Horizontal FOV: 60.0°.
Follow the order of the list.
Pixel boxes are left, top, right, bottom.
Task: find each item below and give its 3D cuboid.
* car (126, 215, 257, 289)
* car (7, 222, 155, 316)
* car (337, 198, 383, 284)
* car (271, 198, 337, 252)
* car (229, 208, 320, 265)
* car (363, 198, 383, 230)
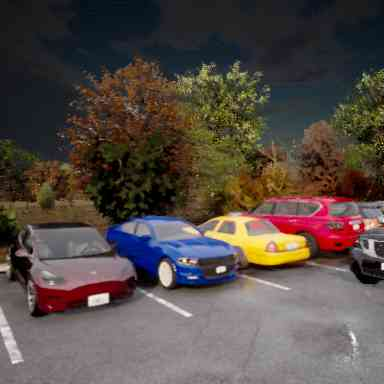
[{"bbox_3d":[-0.796,1.469,9.498,2.097,1.535,5.008,0,0,-36],"label":"car"},{"bbox_3d":[-3.044,1.505,7.851,2.163,1.488,4.792,0,0,-35],"label":"car"},{"bbox_3d":[6.289,1.201,8.369,5.566,2.045,2.150,0,0,-35],"label":"car"},{"bbox_3d":[6.026,1.322,14.319,2.185,1.767,4.553,0,0,-35],"label":"car"},{"bbox_3d":[1.264,1.459,11.189,1.946,1.575,5.366,0,0,-36],"label":"car"},{"bbox_3d":[12.689,1.302,19.149,2.185,1.767,4.553,0,0,-36],"label":"car"}]
